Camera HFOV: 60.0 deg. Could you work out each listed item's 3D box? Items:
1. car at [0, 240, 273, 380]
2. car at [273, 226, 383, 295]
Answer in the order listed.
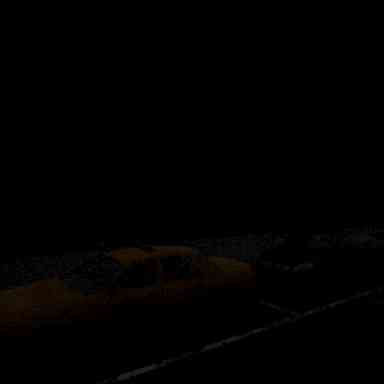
[{"bbox_3d":[-1.022,1.527,5.459,4.829,1.417,1.752,0,0,-35],"label":"car"},{"bbox_3d":[3.524,1.587,8.700,4.206,1.307,1.802,0,0,-35],"label":"car"}]
